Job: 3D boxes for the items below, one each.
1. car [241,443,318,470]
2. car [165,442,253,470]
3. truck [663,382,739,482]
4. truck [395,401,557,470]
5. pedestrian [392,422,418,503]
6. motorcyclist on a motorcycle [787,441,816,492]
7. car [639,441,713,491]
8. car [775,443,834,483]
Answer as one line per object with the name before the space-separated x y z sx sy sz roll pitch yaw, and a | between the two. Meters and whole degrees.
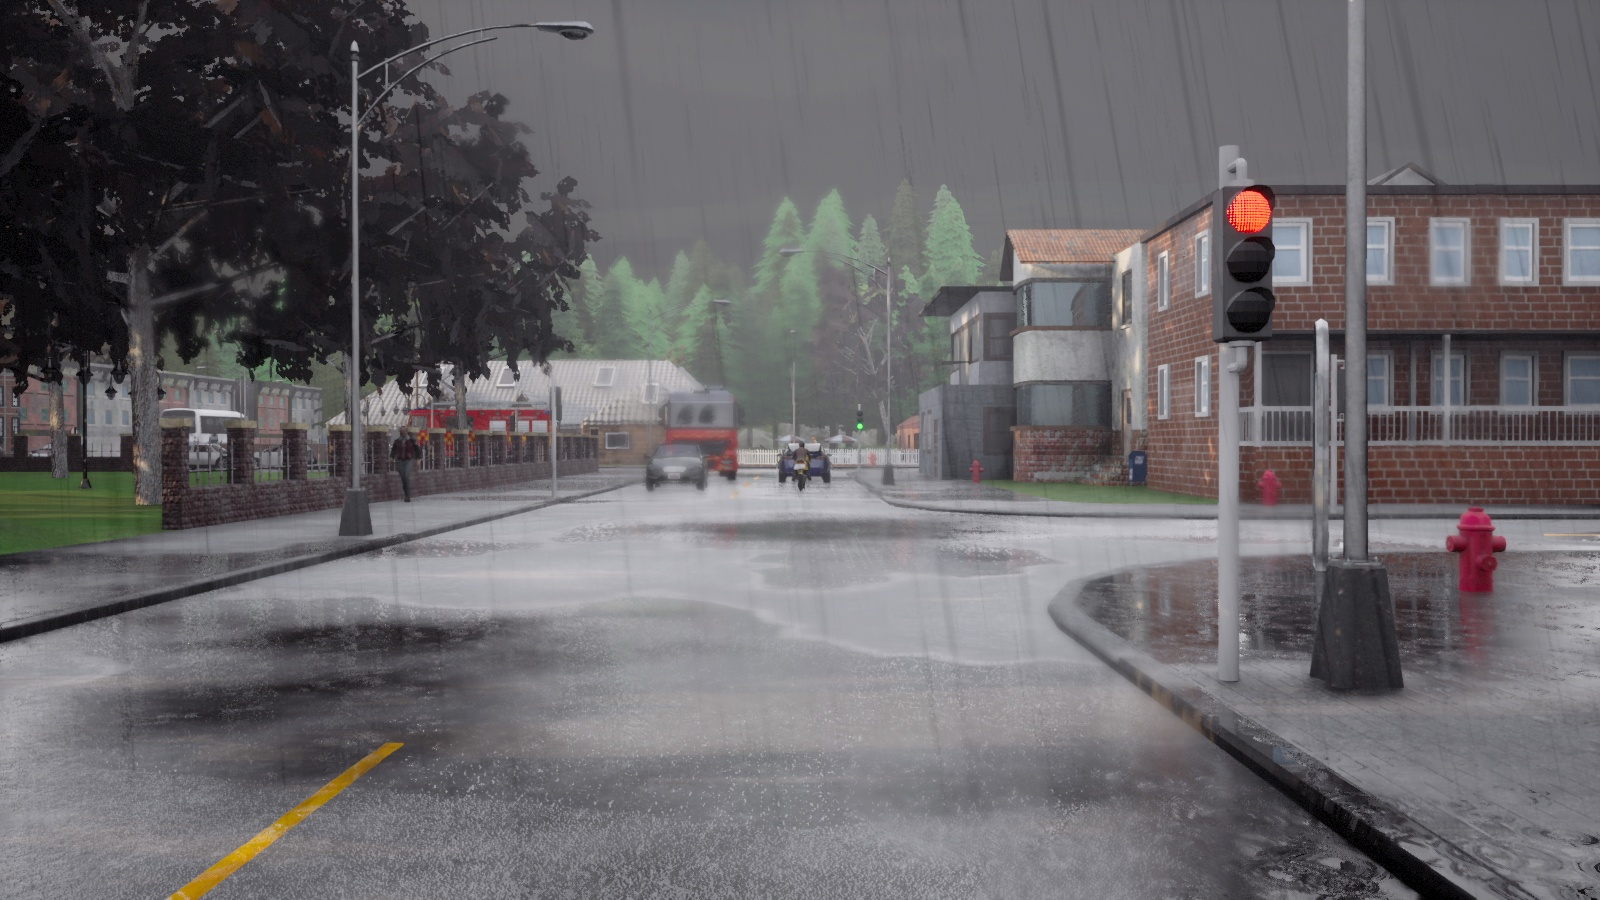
car | -29.528 0.335 71.314 3.633 1.501 1.845 0 0 1
car | -31.765 0.305 67.616 3.806 1.475 1.970 0 0 -1
truck | -4.037 -0.718 52.503 2.891 3.827 8.468 0 0 -3
truck | -18.288 -0.835 71.285 8.468 3.827 2.891 0 0 1
pedestrian | -9.179 0.284 29.194 0.376 1.854 0.720 0 0 0
motorcyclist on a motorcycle | 0.060 0.507 38.990 0.797 1.523 2.044 0 0 3
car | -3.947 0.470 40.708 2.128 1.511 4.902 0 0 -3
car | 0.168 0.470 49.046 2.163 1.488 4.792 0 0 0
